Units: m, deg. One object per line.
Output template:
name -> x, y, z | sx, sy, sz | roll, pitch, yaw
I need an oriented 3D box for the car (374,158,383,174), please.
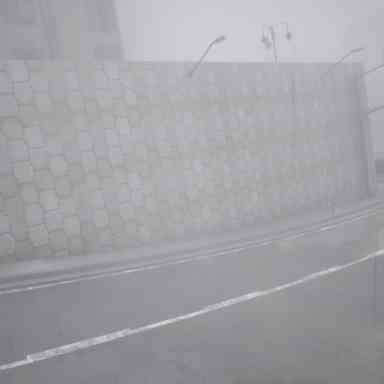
car -> 17.383, -2.322, 29.436 | 1.882, 1.535, 5.008 | -15, 9, -34
